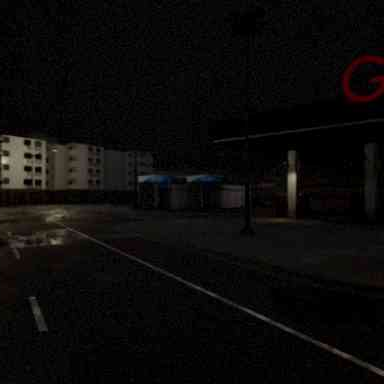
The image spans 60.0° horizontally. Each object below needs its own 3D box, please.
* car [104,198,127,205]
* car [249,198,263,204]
[{"bbox_3d":[-17.383,2.167,75.769,2.033,1.411,5.357,0,-1,42],"label":"car"},{"bbox_3d":[15.104,2.163,81.330,5.008,1.535,1.882,0,-1,-27],"label":"car"}]
